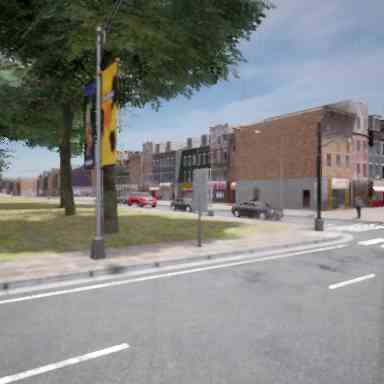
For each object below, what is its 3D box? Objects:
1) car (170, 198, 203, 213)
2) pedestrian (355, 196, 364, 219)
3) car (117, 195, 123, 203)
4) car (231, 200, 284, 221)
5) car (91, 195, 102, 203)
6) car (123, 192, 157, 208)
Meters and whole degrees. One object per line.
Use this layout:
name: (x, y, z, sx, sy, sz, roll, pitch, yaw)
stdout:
car: (-0.503, 1.398, 35.548, 1.837, 1.490, 4.892, 0, 0, -35)
pedestrian: (13.228, 1.203, 26.367, 0.375, 1.860, 0.375, 1, -1, -35)
car: (-11.170, 1.259, 55.607, 2.128, 1.511, 4.902, 0, 0, -35)
car: (5.325, 1.490, 27.358, 1.837, 1.490, 4.892, 0, 0, -35)
car: (-17.252, 1.339, 64.136, 1.895, 1.301, 4.718, 0, 0, -35)
car: (-6.707, 1.037, 44.279, 2.150, 2.045, 5.566, 0, 0, -35)
